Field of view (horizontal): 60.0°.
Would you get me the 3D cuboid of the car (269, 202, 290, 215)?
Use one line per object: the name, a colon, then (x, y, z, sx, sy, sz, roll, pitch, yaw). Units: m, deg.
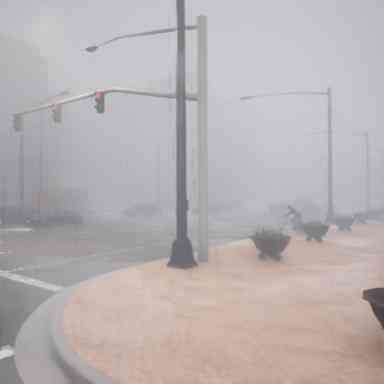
car: (11.738, 2.126, 43.483, 1.882, 1.535, 5.008, -1, -1, 35)

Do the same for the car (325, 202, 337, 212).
car: (20.338, 2.259, 49.727, 2.128, 1.511, 4.902, -1, -1, 35)

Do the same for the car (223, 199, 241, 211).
car: (5.987, 2.094, 53.650, 2.150, 2.045, 5.566, -1, -1, 35)

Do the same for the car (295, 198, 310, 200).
car: (17.489, 2.019, 51.765, 2.150, 2.045, 5.566, -1, -1, 35)

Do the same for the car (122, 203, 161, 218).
car: (-5.581, 1.996, 37.323, 1.882, 1.535, 5.008, -1, -1, 35)

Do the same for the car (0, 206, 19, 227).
car: (-13.809, 1.837, 25.598, 1.837, 1.490, 4.892, -1, -1, 35)

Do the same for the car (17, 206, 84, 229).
car: (-10.197, 1.883, 24.648, 1.994, 1.385, 4.181, -1, -1, 35)

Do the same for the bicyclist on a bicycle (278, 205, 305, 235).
bicyclist on a bicycle: (5.510, 1.520, 18.354, 1.656, 1.620, 0.582, -1, -1, 35)

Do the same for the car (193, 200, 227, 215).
car: (2.050, 2.088, 42.085, 1.882, 1.535, 5.008, -1, -1, 35)

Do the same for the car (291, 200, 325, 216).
car: (14.380, 2.104, 41.155, 2.128, 1.511, 4.902, -1, -1, 35)
